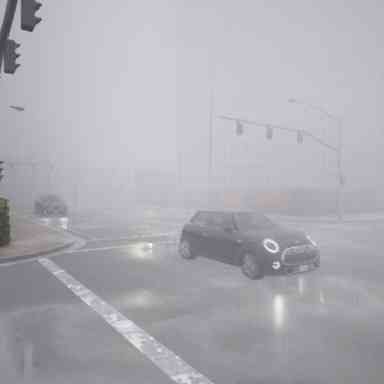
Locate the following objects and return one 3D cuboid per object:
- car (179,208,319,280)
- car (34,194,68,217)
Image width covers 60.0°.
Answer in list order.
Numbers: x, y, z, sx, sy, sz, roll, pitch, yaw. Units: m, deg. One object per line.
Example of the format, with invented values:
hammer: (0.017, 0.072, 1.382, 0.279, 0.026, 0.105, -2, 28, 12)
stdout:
car: (1.533, 1.328, 10.213, 2.097, 1.767, 4.553, 0, 0, -35)
car: (-13.697, 1.314, 32.081, 2.150, 2.045, 5.566, 0, 2, -35)
